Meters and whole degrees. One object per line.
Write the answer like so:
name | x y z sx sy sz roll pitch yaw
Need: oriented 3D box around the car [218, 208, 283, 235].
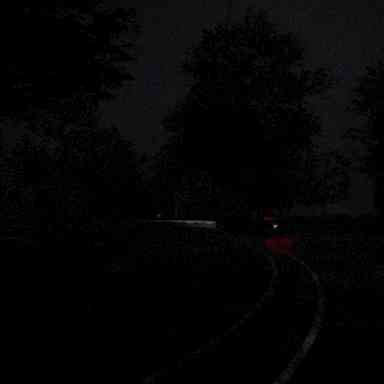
car | 3.488 1.750 20.927 2.128 1.511 4.902 0 -1 -30
